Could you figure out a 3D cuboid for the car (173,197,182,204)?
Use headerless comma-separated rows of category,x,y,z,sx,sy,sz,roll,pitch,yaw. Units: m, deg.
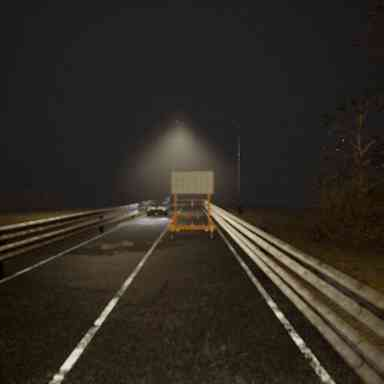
car,-3.240,1.773,74.732,2.128,1.511,4.902,0,0,0

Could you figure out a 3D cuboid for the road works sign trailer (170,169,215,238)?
road works sign trailer,0.013,0.549,18.071,2.380,3.560,2.880,0,0,0

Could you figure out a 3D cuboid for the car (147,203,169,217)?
car,-3.343,1.757,33.360,1.895,1.301,4.718,0,0,0
